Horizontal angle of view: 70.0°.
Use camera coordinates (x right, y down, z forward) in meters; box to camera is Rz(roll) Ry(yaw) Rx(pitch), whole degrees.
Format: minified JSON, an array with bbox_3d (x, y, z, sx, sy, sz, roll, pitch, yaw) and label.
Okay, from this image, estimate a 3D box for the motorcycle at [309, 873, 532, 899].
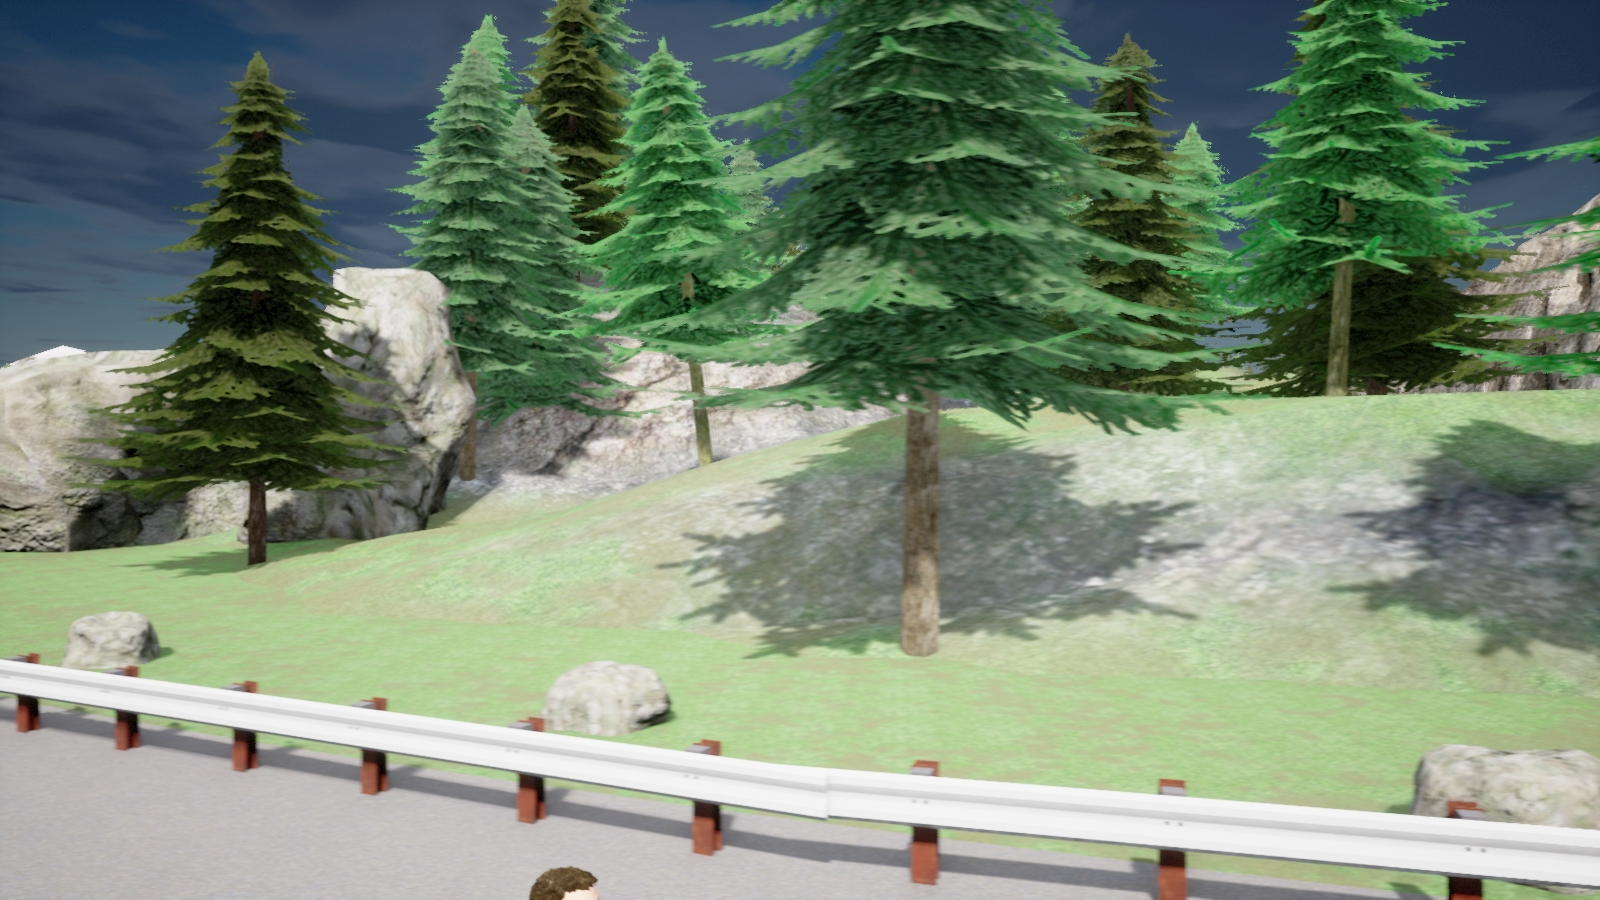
[{"bbox_3d":[-0.807,2.177,3.506,2.033,1.217,0.803,0,0,21],"label":"motorcycle"}]
